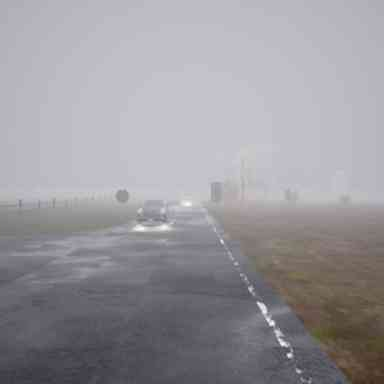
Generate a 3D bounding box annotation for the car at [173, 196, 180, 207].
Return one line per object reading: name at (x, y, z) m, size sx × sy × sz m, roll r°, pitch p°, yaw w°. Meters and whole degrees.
car at (-2.827, 1.404, 50.707) m, size 1.812 × 1.442 × 4.674 m, roll 0°, pitch 0°, yaw 0°

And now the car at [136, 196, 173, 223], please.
car at (-2.787, 1.302, 24.688) m, size 2.097 × 1.767 × 4.553 m, roll 0°, pitch 0°, yaw 0°
